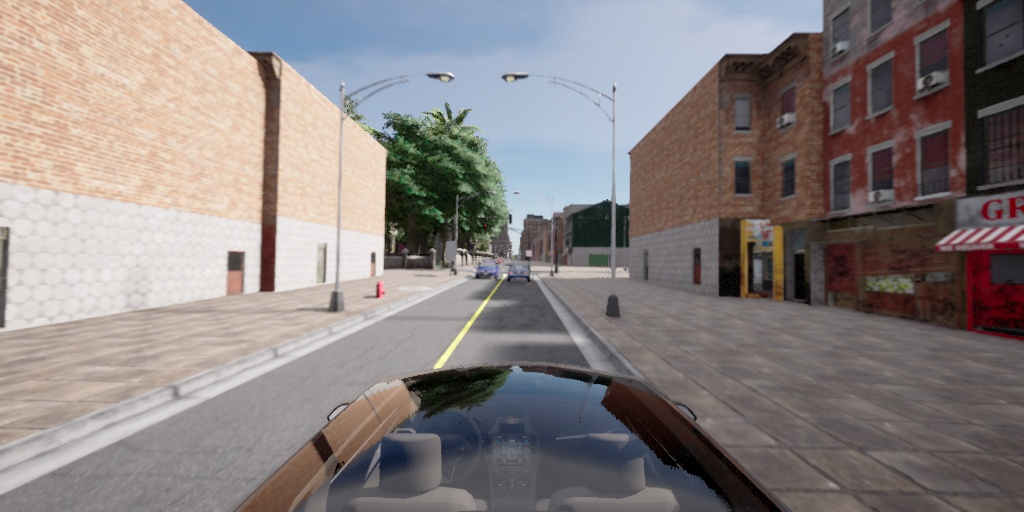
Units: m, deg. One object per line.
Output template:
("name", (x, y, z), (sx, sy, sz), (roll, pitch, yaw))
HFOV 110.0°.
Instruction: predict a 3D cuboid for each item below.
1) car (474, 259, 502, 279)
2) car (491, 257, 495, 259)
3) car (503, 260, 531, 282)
("car", (-2.137, 1.232, 32.203), (1.812, 1.442, 4.674), (1, 0, 1))
("car", (-4.373, 1.232, 58.411), (2.007, 1.370, 4.403), (0, 0, 1))
("car", (0.566, 1.294, 29.158), (2.033, 1.411, 5.357), (1, 0, 2))
